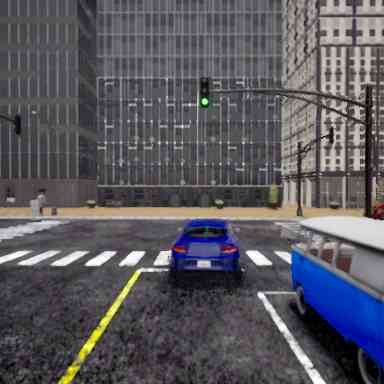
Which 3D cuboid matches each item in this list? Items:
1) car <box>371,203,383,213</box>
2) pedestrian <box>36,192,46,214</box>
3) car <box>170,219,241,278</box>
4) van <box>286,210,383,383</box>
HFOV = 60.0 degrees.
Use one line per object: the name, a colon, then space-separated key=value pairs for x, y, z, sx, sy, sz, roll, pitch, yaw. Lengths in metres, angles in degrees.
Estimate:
car: x=15.235 y=1.325 z=24.207 sx=5.009 sy=1.841 sz=2.192 roll=0 pitch=1 yaw=0
pedestrian: x=-12.396 y=0.870 z=27.305 sx=0.375 sy=1.860 sz=0.375 roll=0 pitch=1 yaw=0
car: x=0.487 y=1.528 z=10.020 sx=1.812 sy=1.442 sz=4.674 roll=0 pitch=0 yaw=5
van: x=2.676 y=1.337 z=4.876 sx=1.690 sy=1.788 sz=3.998 roll=-1 pitch=0 yaw=0
